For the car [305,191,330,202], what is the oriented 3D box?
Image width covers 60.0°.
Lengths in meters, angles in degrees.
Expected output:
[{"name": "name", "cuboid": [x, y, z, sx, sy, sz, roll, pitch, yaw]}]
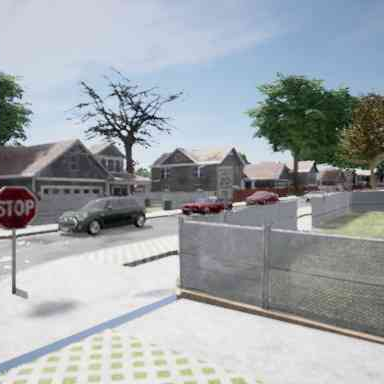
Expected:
[{"name": "car", "cuboid": [15.128, 0.503, 39.780, 1.895, 1.301, 4.718, 0, 1, 35]}]

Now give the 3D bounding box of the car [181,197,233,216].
[{"name": "car", "cuboid": [1.186, 1.060, 25.127, 1.895, 1.301, 4.718, 0, 1, 35]}]

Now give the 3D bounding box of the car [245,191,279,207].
[{"name": "car", "cuboid": [7.095, 0.659, 33.485, 1.882, 1.535, 5.008, 0, 1, 35]}]

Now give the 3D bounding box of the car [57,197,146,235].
[{"name": "car", "cuboid": [-4.511, 1.082, 17.050, 2.097, 1.767, 4.553, 0, 1, 35]}]
